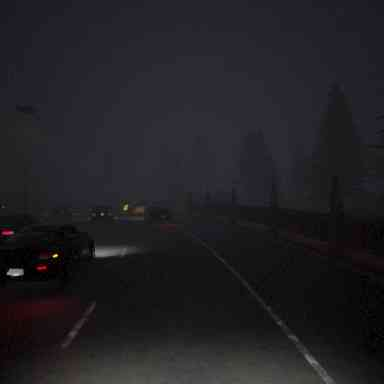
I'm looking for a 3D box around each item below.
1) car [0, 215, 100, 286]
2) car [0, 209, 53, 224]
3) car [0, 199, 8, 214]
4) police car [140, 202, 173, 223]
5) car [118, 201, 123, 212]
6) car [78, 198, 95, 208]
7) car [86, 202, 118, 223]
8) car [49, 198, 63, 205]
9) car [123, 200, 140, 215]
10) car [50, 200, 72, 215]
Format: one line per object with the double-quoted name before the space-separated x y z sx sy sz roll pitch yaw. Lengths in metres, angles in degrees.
"car" -4.104 1.622 9.633 1.812 1.442 4.674 0 -1 -6
"car" -8.372 1.708 15.604 2.033 1.411 5.357 0 -1 -10
"car" -24.824 1.792 42.471 2.097 1.767 4.553 0 -1 -27
"police car" -2.920 1.682 28.195 1.930 1.638 5.238 0 -1 -15
"car" -8.936 1.874 44.745 1.801 1.575 5.366 0 -1 -24
"car" -19.538 1.946 61.554 2.097 1.767 4.553 0 -1 -35
"car" -7.644 1.816 28.168 2.033 1.411 5.357 0 -1 -16
"car" -30.343 2.179 74.642 5.008 1.535 1.882 -1 -1 44
"car" -6.383 1.814 38.681 1.801 1.575 5.366 0 -1 -21
"car" -13.852 1.876 35.508 1.812 1.442 4.674 0 -1 -20
